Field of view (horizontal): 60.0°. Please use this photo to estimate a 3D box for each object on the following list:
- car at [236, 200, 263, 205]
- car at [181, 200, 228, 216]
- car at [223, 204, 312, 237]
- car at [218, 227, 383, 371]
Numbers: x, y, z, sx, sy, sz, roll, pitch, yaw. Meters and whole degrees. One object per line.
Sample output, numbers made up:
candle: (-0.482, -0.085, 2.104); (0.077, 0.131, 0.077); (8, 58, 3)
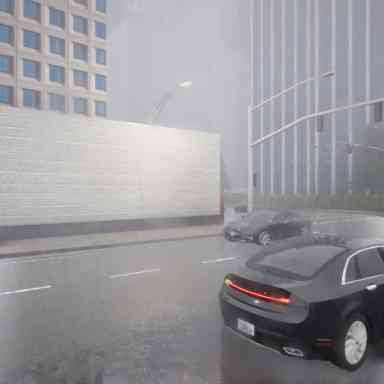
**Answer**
car: (6.298, 1.581, 33.909); (1.812, 1.442, 4.674); (0, 0, -36)
car: (1.199, 1.603, 34.980); (2.033, 1.411, 5.357); (0, 0, -36)
car: (3.576, 1.503, 15.216); (4.892, 1.490, 1.837); (0, 1, -38)
car: (2.682, 1.505, 5.713); (4.892, 1.490, 1.837); (0, 0, -35)
